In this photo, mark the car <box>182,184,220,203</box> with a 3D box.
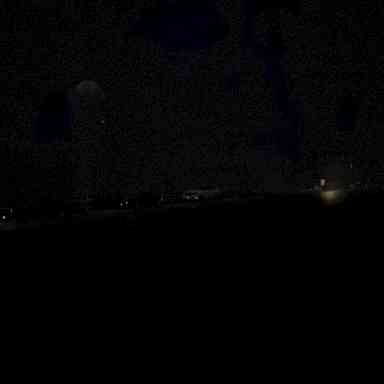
[{"bbox_3d":[1.179,0.132,38.885,2.150,2.045,5.566,-1,1,36],"label":"car"}]

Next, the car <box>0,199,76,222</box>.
[{"bbox_3d":[-10.440,1.175,22.552,1.895,1.301,4.718,-1,1,34],"label":"car"}]

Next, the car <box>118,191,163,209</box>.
[{"bbox_3d":[-4.680,0.743,30.691,1.837,1.490,4.892,-1,1,36],"label":"car"}]

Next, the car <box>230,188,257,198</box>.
[{"bbox_3d":[7.403,0.130,47.522,2.033,1.411,5.357,-1,1,36],"label":"car"}]
